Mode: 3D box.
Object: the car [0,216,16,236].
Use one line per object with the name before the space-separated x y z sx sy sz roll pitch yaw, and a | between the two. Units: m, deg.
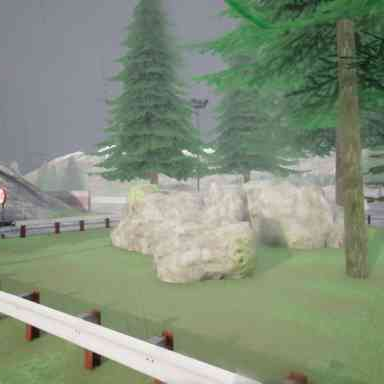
car | -10.817 1.354 15.580 5.357 1.411 2.033 0 0 21
